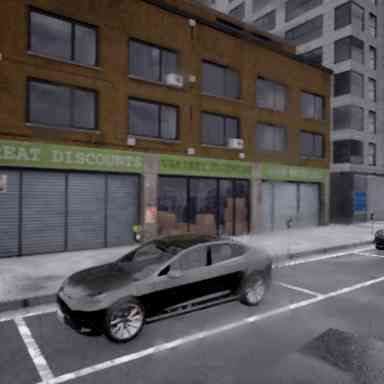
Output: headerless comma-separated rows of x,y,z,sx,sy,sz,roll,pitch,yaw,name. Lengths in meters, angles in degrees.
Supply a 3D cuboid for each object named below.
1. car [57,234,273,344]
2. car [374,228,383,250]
-0.269,1.557,6.446,4.313,1.339,1.947,0,1,-35,car
8.866,1.558,12.956,4.313,1.339,1.947,0,1,-35,car
